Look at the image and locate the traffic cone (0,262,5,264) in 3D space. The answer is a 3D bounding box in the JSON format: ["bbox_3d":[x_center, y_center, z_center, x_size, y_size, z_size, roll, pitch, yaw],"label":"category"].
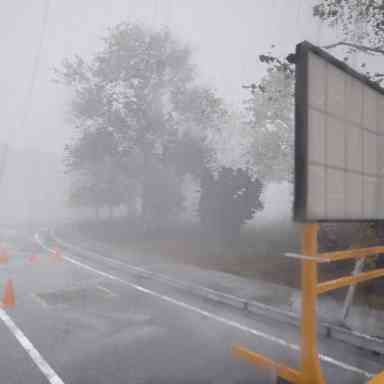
[{"bbox_3d":[-5.449,2.322,9.148,0.340,0.580,0.340,4,-4,-40],"label":"traffic cone"}]

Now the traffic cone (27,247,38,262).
[{"bbox_3d":[-6.474,2.524,13.497,0.340,0.580,0.340,4,-4,-40],"label":"traffic cone"}]

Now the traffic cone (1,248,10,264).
[{"bbox_3d":[-7.241,2.473,12.858,0.340,0.580,0.340,4,-4,-40],"label":"traffic cone"}]

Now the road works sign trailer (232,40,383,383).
[{"bbox_3d":[1.495,0.689,3.264,2.380,3.560,2.880,4,-4,-40],"label":"road works sign trailer"}]

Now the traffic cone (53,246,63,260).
[{"bbox_3d":[-5.706,2.576,14.135,0.340,0.580,0.340,4,-4,-40],"label":"traffic cone"}]

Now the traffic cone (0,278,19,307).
[{"bbox_3d":[-4.169,2.273,7.612,0.340,0.580,0.340,4,-4,-40],"label":"traffic cone"}]
